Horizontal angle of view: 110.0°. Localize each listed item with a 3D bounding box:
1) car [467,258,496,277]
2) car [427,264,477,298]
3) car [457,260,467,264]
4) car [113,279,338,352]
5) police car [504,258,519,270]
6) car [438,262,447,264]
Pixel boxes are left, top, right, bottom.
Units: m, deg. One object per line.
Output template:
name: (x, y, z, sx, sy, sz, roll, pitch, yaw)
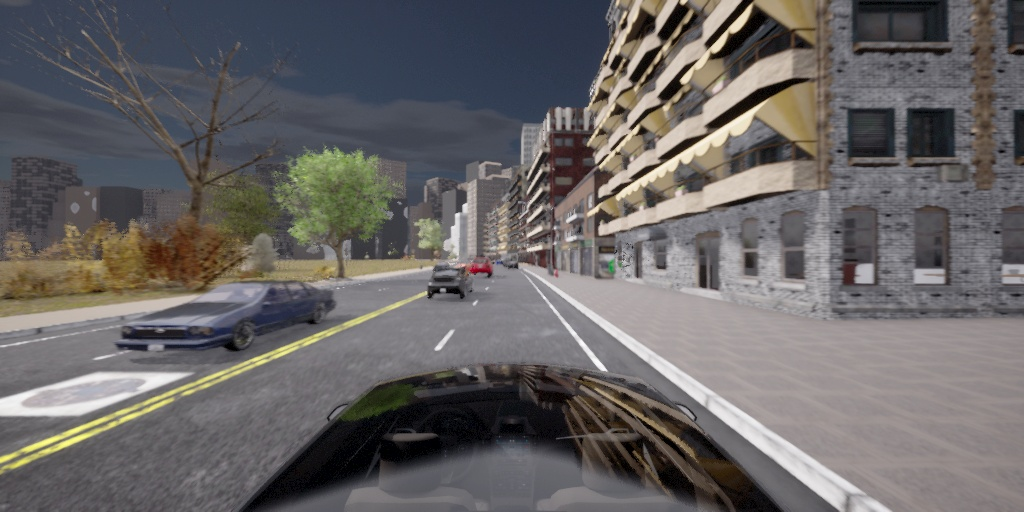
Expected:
car: (-3.232, 1.189, 39.081, 2.150, 2.045, 5.566, 0, 0, -1)
car: (-3.186, 1.353, 19.107, 1.837, 1.490, 4.892, 0, 0, 1)
car: (-6.937, 1.397, 52.734, 2.097, 1.767, 4.553, 0, 0, -1)
car: (-6.588, 1.332, 9.306, 2.033, 1.411, 5.357, 0, 0, 0)
police car: (0.161, 1.551, 63.487, 1.930, 1.638, 5.238, 0, 0, -3)
car: (-10.165, 1.585, 52.430, 2.033, 1.411, 5.357, 0, 0, -1)
